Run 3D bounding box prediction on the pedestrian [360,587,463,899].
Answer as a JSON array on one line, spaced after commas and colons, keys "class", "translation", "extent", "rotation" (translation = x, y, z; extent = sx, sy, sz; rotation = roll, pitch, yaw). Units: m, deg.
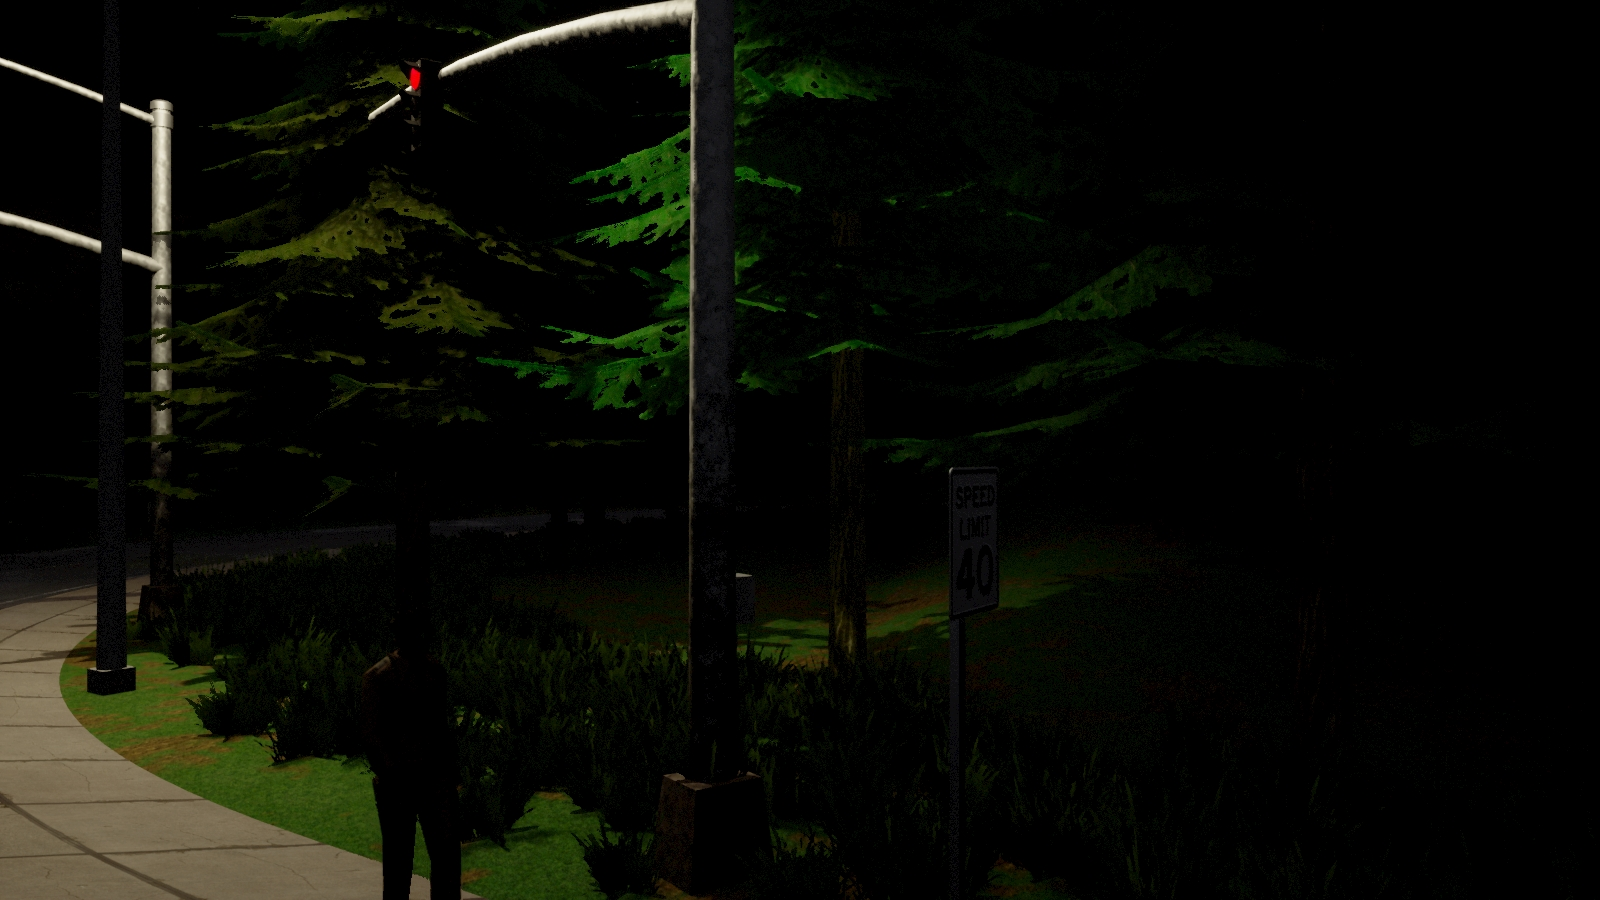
[{"class": "pedestrian", "translation": [-2.009, 1.671, 5.905], "extent": [0.375, 1.860, 0.375], "rotation": [0, 0, 45]}]
